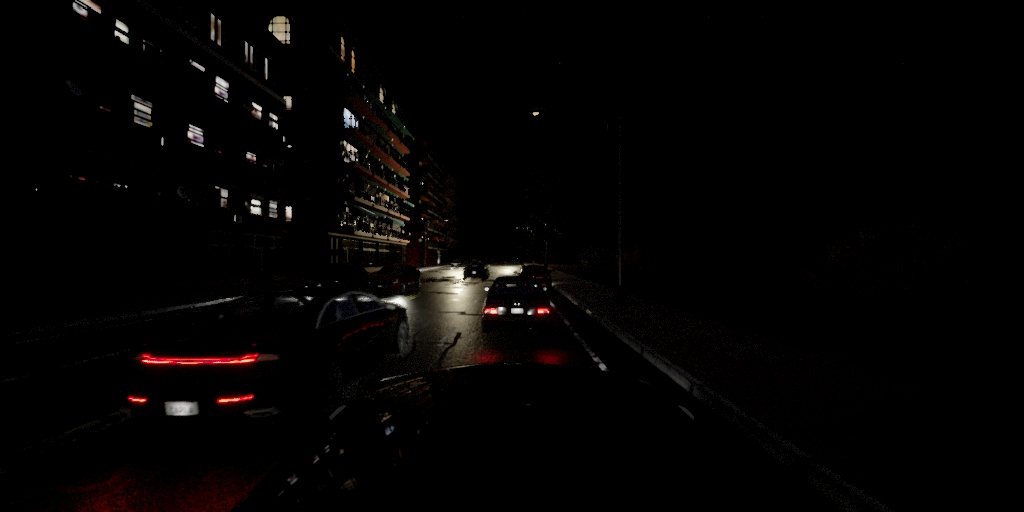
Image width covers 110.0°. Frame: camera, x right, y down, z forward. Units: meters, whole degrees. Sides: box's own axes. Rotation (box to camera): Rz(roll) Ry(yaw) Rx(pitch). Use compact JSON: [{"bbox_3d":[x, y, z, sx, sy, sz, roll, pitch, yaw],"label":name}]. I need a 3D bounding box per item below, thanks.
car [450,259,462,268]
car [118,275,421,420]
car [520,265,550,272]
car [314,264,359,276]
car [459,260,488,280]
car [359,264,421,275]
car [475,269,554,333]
[{"bbox_3d":[-9.690,1.276,63.550,1.812,1.442,4.674,0,0,1],"label":"car"},{"bbox_3d":[-3.141,1.241,5.840,2.128,1.511,4.902,0,0,0],"label":"car"},{"bbox_3d":[1.173,1.258,20.376,1.837,1.490,4.892,0,0,0],"label":"car"},{"bbox_3d":[-9.814,1.257,20.671,1.837,1.490,4.892,0,0,0],"label":"car"},{"bbox_3d":[-3.093,1.317,31.306,1.994,1.385,4.181,0,0,0],"label":"car"},{"bbox_3d":[-6.564,1.230,20.370,1.882,1.535,5.008,0,0,0],"label":"car"},{"bbox_3d":[0.120,1.299,10.688,2.033,1.411,5.357,0,0,0],"label":"car"}]
